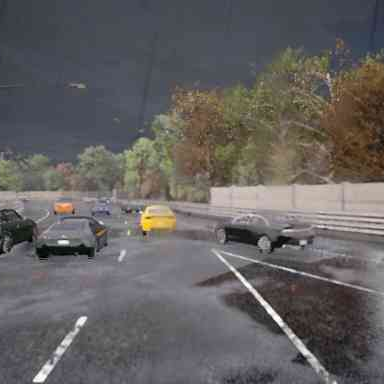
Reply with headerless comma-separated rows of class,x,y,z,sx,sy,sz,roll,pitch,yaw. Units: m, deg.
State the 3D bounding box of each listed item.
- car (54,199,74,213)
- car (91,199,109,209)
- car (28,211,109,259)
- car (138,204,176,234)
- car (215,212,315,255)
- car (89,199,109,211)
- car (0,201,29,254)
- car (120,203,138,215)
car,-15.192,1.629,39.482,2.097,1.767,4.553,0,0,-22
car,-15.466,1.891,55.681,1.837,1.490,4.892,0,0,-30
car,-4.501,1.654,13.036,1.994,1.385,4.181,0,0,-7
car,-2.164,1.616,20.450,1.882,1.535,5.008,0,0,-11
car,2.802,1.582,13.913,2.128,1.511,4.902,0,0,-29
car,-10.273,1.801,36.712,2.033,1.411,5.357,0,0,-20
car,-8.150,1.453,13.904,2.097,1.767,4.553,0,0,-8
car,-7.017,1.859,37.887,1.895,1.301,4.718,0,0,-20
